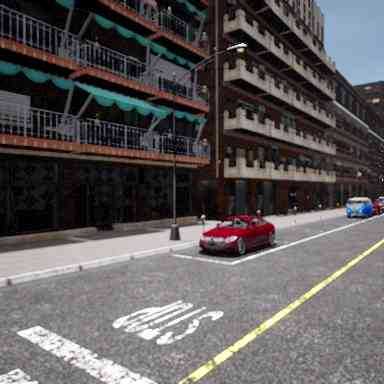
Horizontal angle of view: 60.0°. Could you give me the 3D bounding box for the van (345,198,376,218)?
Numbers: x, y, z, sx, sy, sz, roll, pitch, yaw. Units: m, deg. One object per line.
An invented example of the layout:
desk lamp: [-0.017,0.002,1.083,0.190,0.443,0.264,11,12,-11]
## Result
van: [15.627,1.474,31.103,1.690,1.788,3.998,-1,-1,38]

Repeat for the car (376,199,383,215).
car: [19.088,1.739,35.585,1.802,1.307,4.206,-1,-1,38]

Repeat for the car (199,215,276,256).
car: [1.983,1.624,13.412,1.802,1.307,4.206,-1,-1,38]
